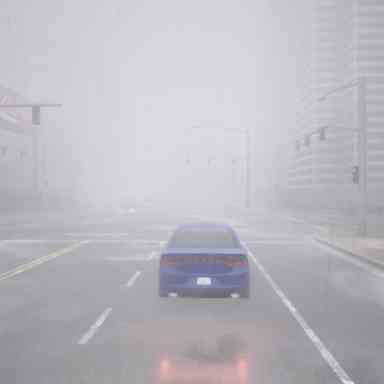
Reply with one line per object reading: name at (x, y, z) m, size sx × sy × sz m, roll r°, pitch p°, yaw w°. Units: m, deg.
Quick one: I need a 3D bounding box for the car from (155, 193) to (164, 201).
car at (-7.932, 1.192, 79.516) m, size 2.150 × 2.045 × 5.566 m, roll 0°, pitch 0°, yaw 2°

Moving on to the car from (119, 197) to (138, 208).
car at (-9.067, 1.492, 47.717) m, size 1.837 × 1.490 × 4.892 m, roll 0°, pitch 0°, yaw 2°

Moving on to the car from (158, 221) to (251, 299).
car at (0.313, 1.475, 8.538) m, size 1.882 × 1.535 × 5.008 m, roll 0°, pitch 0°, yaw 2°

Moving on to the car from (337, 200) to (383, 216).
car at (16.651, 1.517, 32.435) m, size 4.674 × 1.442 × 1.812 m, roll 0°, pitch 0°, yaw 1°

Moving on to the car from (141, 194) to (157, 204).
car at (-8.485, 1.509, 64.027) m, size 1.812 × 1.442 × 4.674 m, roll 0°, pitch 0°, yaw 2°
